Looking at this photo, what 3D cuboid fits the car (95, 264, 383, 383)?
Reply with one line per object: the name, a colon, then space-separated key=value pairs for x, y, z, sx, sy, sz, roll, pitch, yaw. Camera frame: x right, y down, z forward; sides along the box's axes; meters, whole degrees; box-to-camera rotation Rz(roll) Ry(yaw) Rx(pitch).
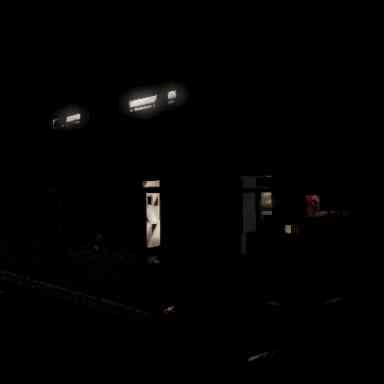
car: x=1.618 y=1.312 z=1.737 sx=5.009 sy=1.841 sz=2.192 roll=0 pitch=-1 yaw=36
